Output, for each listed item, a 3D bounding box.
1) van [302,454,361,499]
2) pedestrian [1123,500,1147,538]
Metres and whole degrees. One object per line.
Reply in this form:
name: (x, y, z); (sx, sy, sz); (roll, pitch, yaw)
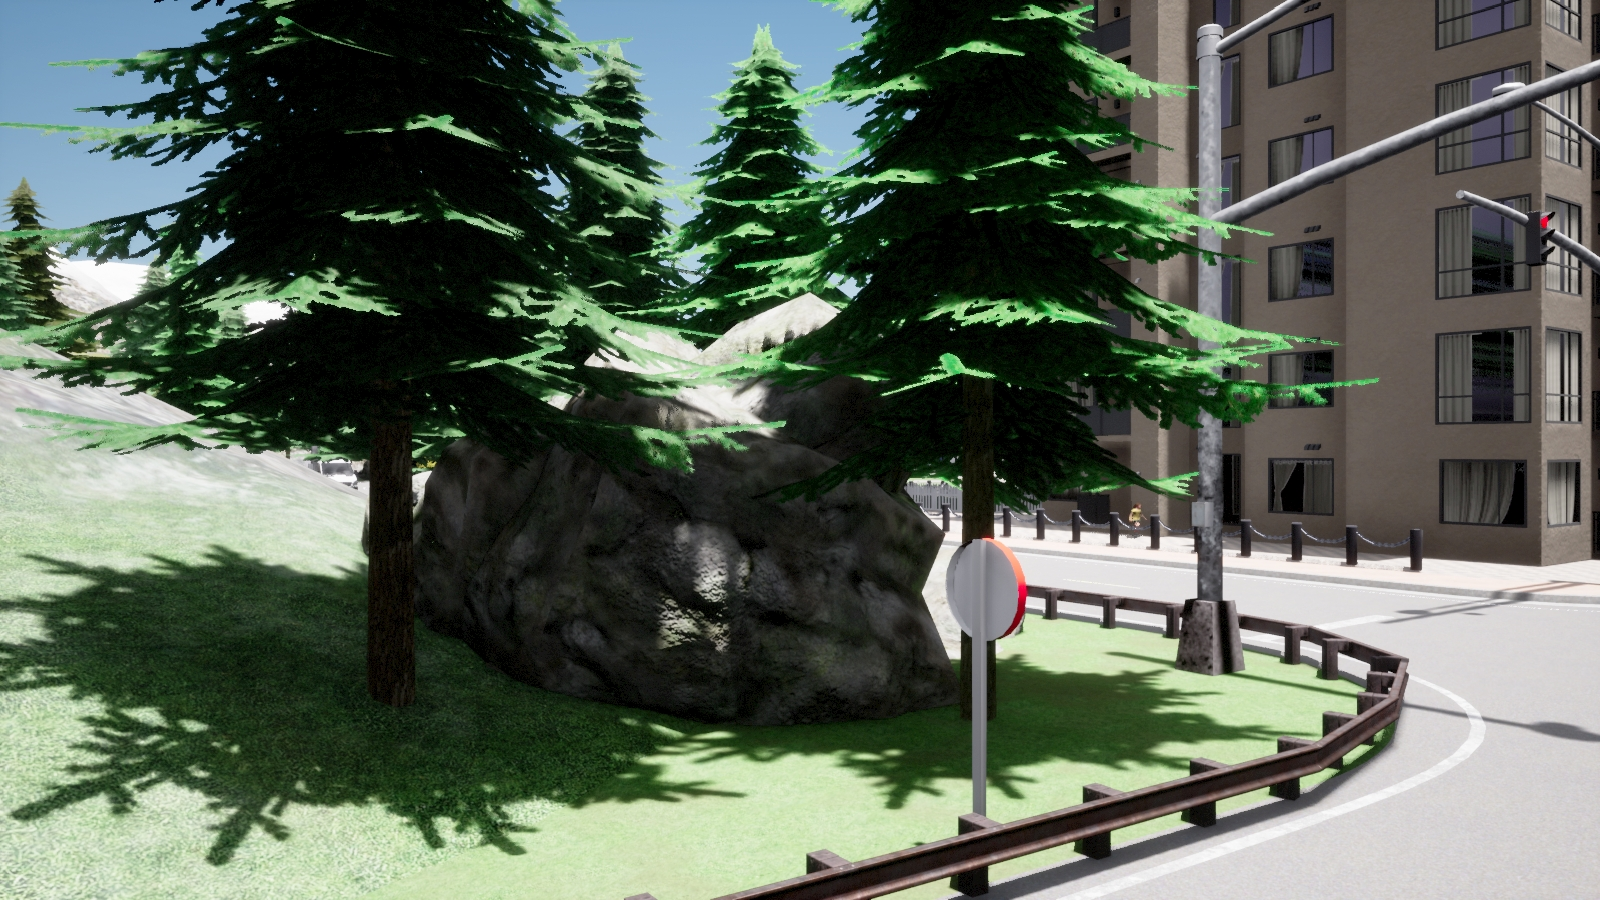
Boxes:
van: (-27.801, 1.520, 67.706); (1.988, 2.561, 5.915); (0, 0, -35)
pedestrian: (9.922, 2.040, 33.850); (0.500, 1.100, 0.500); (0, 0, -33)
